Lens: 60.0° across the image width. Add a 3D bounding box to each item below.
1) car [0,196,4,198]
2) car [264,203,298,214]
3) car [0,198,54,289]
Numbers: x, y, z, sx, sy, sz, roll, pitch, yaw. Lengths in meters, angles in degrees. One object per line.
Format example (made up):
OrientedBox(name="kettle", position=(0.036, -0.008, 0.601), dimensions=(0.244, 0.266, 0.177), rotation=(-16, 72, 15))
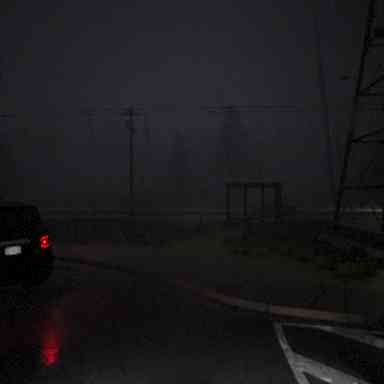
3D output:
OrientedBox(name="car", position=(-21.168, 1.374, 33.219), dimensions=(5.566, 2.045, 2.150), rotation=(0, -2, 18))
OrientedBox(name="car", position=(7.739, 1.670, 31.018), dimensions=(4.181, 1.385, 1.994), rotation=(0, 0, 5))
OrientedBox(name="car", position=(-5.627, 1.258, 8.075), dimensions=(5.566, 2.045, 2.150), rotation=(-1, 0, 37))
